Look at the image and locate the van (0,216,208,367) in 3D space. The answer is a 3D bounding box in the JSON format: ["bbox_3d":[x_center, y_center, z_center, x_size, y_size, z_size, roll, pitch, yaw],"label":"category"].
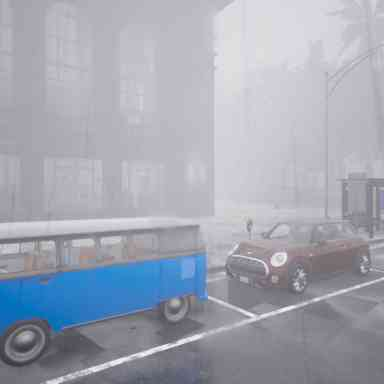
[{"bbox_3d":[-1.628,1.341,5.488,3.998,1.788,1.690,0,0,-35],"label":"van"}]

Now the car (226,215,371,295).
[{"bbox_3d":[2.796,1.439,8.631,4.097,1.590,1.967,0,0,-35],"label":"car"}]
